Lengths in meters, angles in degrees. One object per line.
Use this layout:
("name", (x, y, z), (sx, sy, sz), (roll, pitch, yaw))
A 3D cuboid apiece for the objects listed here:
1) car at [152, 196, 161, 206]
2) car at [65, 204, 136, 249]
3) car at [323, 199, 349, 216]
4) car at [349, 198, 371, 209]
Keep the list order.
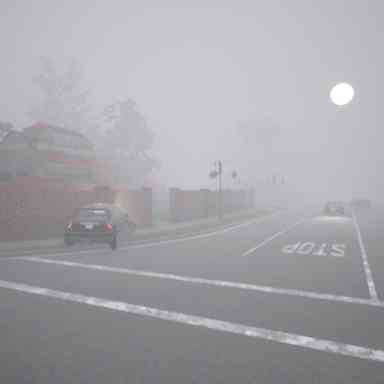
("car", (-6.818, 1.079, 48.231), (4.605, 1.855, 1.932), (0, 0, 25))
("car", (-4.067, 1.345, 15.247), (2.097, 1.767, 4.553), (1, 1, 0))
("car", (14.399, 1.515, 33.581), (2.128, 1.511, 4.902), (0, 0, 26))
("car", (22.263, 1.515, 44.395), (1.837, 1.490, 4.892), (2, 0, 11))
